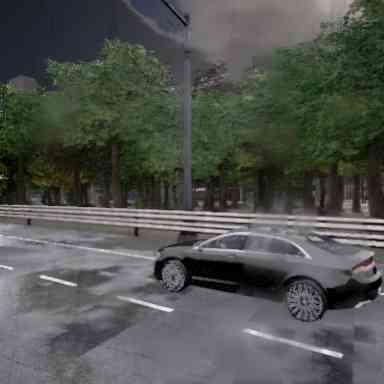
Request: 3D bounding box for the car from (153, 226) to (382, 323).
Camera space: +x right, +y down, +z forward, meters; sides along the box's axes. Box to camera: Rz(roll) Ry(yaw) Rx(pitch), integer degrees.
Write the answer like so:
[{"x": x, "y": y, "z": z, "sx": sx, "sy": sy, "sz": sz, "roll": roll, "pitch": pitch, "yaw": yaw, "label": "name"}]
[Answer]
[{"x": 1.307, "y": 1.493, "z": 7.237, "sx": 4.902, "sy": 1.511, "sz": 2.128, "roll": 0, "pitch": 0, "yaw": 36, "label": "car"}]
